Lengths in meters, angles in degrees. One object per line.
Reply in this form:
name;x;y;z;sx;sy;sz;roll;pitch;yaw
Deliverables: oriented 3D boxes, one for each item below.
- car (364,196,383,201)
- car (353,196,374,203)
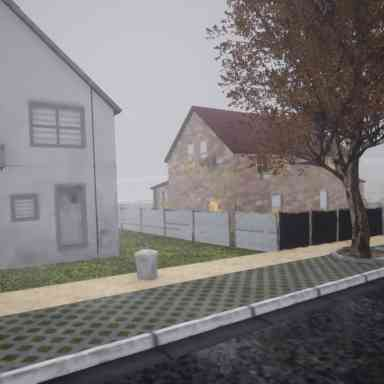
car;31.926;1.884;58.597;1.895;1.301;4.718;-2;0;1
car;38.575;1.610;74.944;2.128;1.511;4.902;-2;0;0
